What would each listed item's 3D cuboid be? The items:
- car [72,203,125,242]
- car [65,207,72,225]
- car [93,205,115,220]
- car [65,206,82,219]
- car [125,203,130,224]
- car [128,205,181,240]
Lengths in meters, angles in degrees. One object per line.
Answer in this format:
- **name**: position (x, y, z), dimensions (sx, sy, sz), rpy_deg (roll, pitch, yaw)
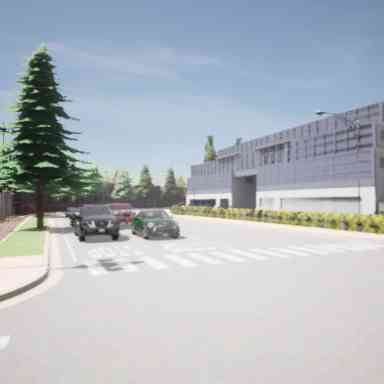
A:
- **car**: position (-5.920, 1.793, 20.442), dimensions (2.150, 2.045, 5.566), rpy_deg (0, -2, -23)
- **car**: position (-10.234, 2.405, 30.627), dimensions (2.033, 1.411, 5.357), rpy_deg (0, -2, -23)
- **car**: position (-11.212, 2.518, 42.217), dimensions (2.097, 1.767, 4.553), rpy_deg (0, -2, -21)
- **car**: position (-15.923, 2.744, 44.663), dimensions (2.128, 1.511, 4.902), rpy_deg (0, -2, -20)
- **car**: position (-6.626, 2.076, 31.090), dimensions (2.150, 2.045, 5.566), rpy_deg (0, -2, -23)
- **car**: position (-2.343, 1.919, 20.976), dimensions (2.097, 1.767, 4.553), rpy_deg (0, -2, -23)
